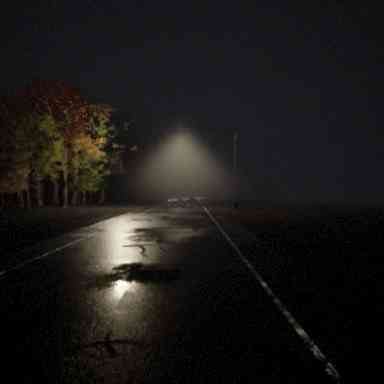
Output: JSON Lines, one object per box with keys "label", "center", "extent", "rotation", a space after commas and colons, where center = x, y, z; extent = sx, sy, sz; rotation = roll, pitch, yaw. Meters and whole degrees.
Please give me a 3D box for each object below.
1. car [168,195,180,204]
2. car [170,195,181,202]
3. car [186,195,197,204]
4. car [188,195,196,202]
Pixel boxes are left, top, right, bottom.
{"label": "car", "center": [-3.497, 1.564, 62.327], "extent": [1.895, 1.301, 4.718], "rotation": [0, 0, 0]}
{"label": "car", "center": [-3.497, 1.366, 72.305], "extent": [2.033, 1.411, 5.357], "rotation": [0, 0, 0]}
{"label": "car", "center": [0.003, 1.488, 62.264], "extent": [1.812, 1.442, 4.674], "rotation": [0, 0, 0]}
{"label": "car", "center": [0.002, 1.350, 72.304], "extent": [1.812, 1.442, 4.674], "rotation": [0, 0, 0]}
